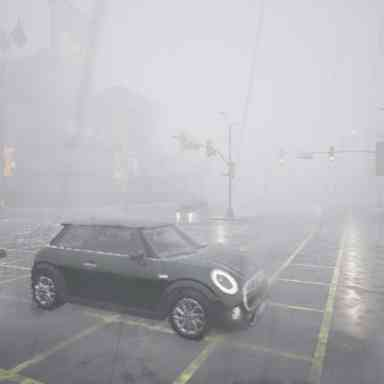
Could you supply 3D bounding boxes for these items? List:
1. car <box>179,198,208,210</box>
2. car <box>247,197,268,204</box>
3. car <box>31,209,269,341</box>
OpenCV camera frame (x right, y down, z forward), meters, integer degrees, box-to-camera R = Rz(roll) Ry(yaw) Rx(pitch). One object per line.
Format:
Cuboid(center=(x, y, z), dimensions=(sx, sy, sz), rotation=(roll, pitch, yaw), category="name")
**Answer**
Cuboid(center=(0.261, 1.478, 39.541), dimensions=(1.882, 1.535, 5.008), rotation=(0, 0, 27), category="car")
Cuboid(center=(12.548, 1.601, 63.807), dimensions=(1.895, 1.301, 4.718), rotation=(0, 0, 42), category="car")
Cuboid(center=(-0.874, 1.338, 6.490), dimensions=(4.553, 1.767, 2.097), rotation=(0, 0, 25), category="car")
